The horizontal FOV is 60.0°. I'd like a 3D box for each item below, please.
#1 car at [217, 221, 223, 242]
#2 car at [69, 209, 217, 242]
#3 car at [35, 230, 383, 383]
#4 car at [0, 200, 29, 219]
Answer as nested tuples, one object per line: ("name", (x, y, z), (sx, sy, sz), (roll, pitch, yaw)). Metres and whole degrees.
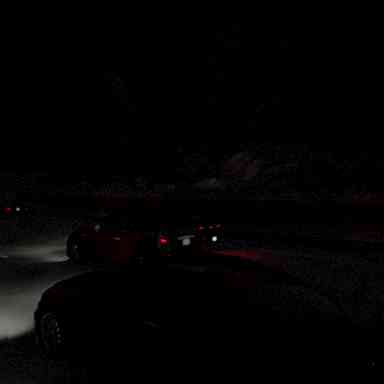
("car", (-1.023, 1.464, 13.882), (4.892, 1.490, 1.837), (1, 0, 39))
("car", (-1.800, 1.316, 10.009), (4.553, 1.767, 2.097), (0, 0, 39))
("car", (-0.113, 1.516, 4.230), (4.674, 1.442, 1.812), (0, 0, 37))
("car", (-15.020, 1.379, 27.401), (2.033, 1.411, 5.357), (0, 0, -41))
